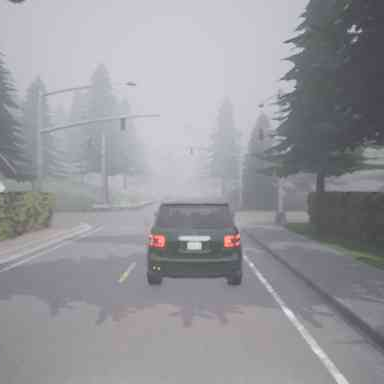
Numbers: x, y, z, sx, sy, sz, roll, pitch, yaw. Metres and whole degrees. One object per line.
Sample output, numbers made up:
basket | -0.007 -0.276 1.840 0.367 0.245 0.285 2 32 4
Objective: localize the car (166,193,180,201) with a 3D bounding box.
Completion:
car | -3.838 0.952 66.335 2.128 1.511 4.902 0 1 -12

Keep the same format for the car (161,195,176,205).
car | -3.530 1.149 50.417 1.994 1.385 4.181 0 1 0

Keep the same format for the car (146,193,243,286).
car | 0.072 1.144 9.350 2.150 2.045 5.566 0 1 0

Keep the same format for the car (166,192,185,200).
car | -3.661 0.865 74.571 1.882 1.535 5.008 0 1 -35
